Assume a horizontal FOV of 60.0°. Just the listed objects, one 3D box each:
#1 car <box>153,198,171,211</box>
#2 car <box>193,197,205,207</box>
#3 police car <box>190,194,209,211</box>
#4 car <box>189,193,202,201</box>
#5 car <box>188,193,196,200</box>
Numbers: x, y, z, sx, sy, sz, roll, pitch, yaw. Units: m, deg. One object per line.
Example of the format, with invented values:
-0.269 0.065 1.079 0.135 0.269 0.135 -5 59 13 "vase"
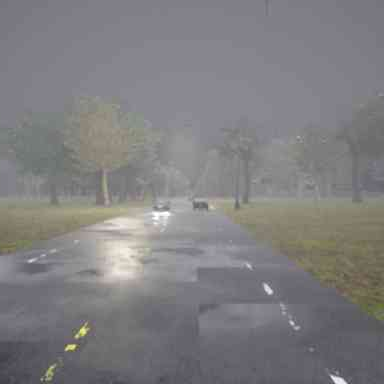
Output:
-3.592 1.495 39.989 2.128 1.511 4.902 0 0 0 "car"
1.047 1.511 51.471 1.837 1.490 4.892 0 0 0 "car"
1.048 1.429 41.578 1.930 1.638 5.238 0 0 0 "police car"
1.048 1.231 57.501 2.150 2.045 5.566 0 0 0 "car"
-0.004 1.164 93.034 2.150 2.045 5.566 0 0 0 "car"
